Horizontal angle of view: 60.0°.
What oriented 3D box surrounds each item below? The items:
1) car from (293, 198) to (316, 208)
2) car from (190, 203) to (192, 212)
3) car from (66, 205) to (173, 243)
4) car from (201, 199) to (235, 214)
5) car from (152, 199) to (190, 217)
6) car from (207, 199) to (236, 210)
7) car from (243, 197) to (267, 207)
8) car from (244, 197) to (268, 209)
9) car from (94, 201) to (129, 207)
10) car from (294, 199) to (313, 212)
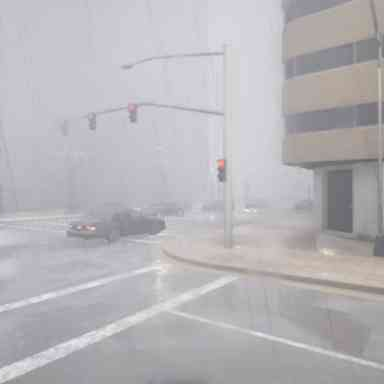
[{"bbox_3d":[17.225,1.660,50.720,1.895,1.301,4.718,0,0,36],"label":"car"},{"bbox_3d":[-1.869,1.591,36.745,1.837,1.490,4.892,0,0,36],"label":"car"},{"bbox_3d":[-3.515,1.594,16.546,2.033,1.411,5.357,0,0,33],"label":"car"},{"bbox_3d":[2.951,1.551,37.415,1.882,1.535,5.008,0,0,36],"label":"car"},{"bbox_3d":[-2.615,1.578,29.781,1.837,1.490,4.892,0,0,36],"label":"car"},{"bbox_3d":[4.001,1.650,44.786,1.994,1.385,4.181,0,0,36],"label":"car"},{"bbox_3d":[10.040,1.591,52.998,1.837,1.490,4.892,0,0,37],"label":"car"},{"bbox_3d":[8.840,1.637,45.474,1.994,1.385,4.181,0,0,36],"label":"car"},{"bbox_3d":[-7.324,1.591,29.264,1.837,1.490,4.892,0,0,36],"label":"car"},{"bbox_3d":[13.992,1.593,40.342,2.033,1.411,5.357,0,0,36],"label":"car"}]
